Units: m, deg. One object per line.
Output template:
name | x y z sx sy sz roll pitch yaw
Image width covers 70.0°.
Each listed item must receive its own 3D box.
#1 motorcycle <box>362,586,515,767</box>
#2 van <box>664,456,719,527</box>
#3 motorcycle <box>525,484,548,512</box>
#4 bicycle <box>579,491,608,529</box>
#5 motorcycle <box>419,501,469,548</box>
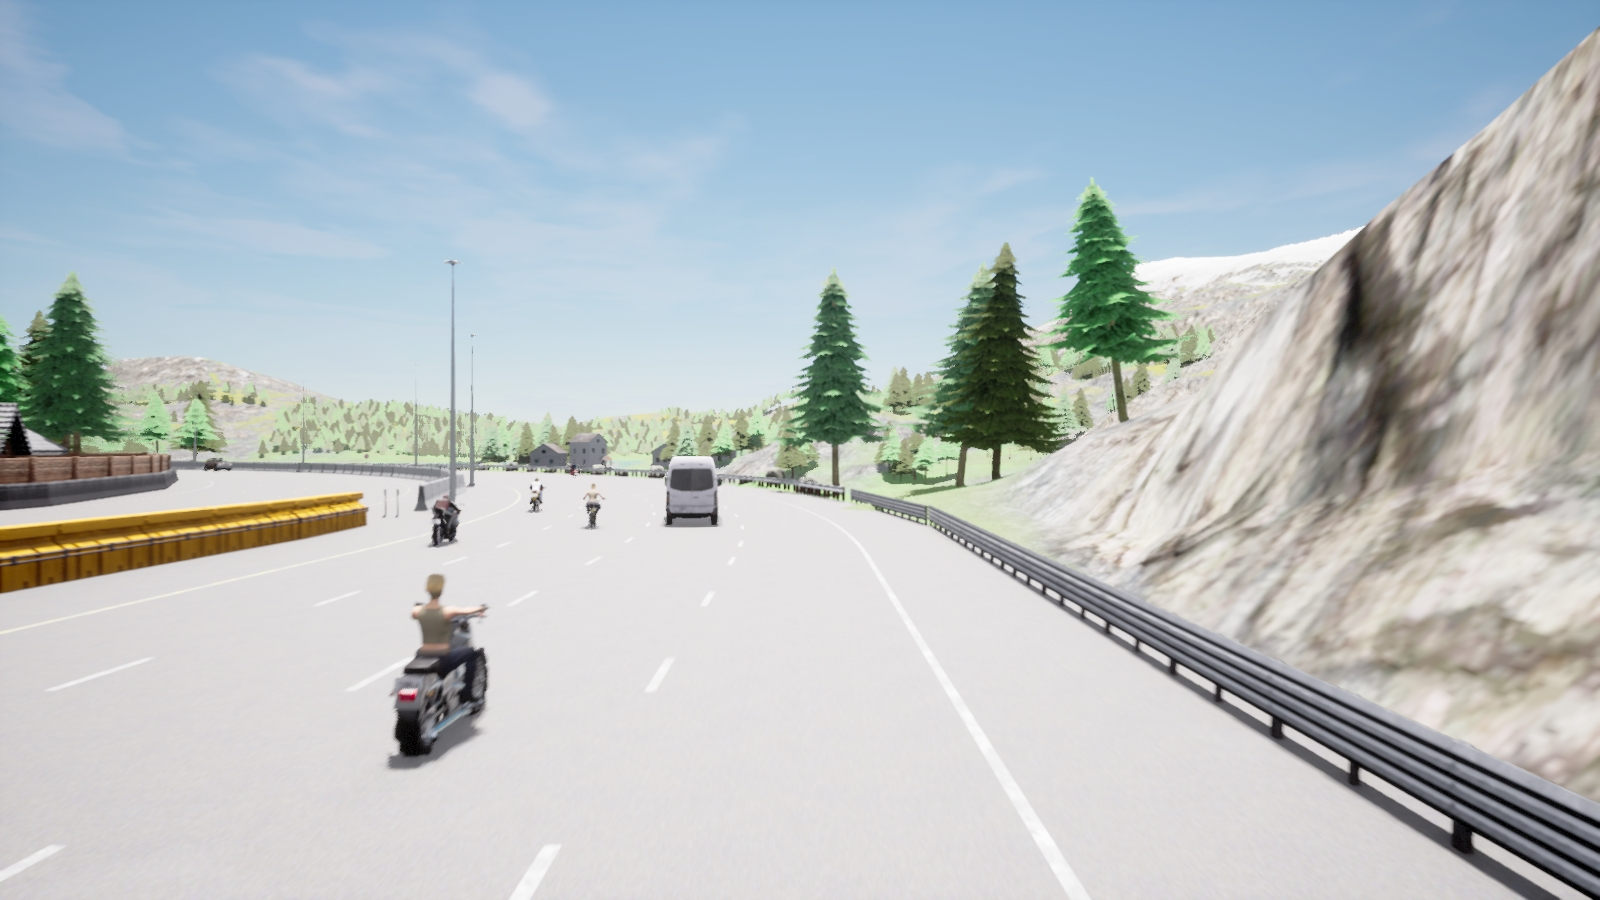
motorcycle | -3.496 2.146 11.298 0.764 1.325 2.356 0 0 0
van | -4.230 1.536 44.963 1.988 2.561 5.915 0 0 -5
motorcycle | -12.071 2.178 52.374 0.803 1.217 2.033 0 0 -7
bicycle | -7.463 2.150 41.304 0.859 1.295 1.487 0 0 -4
motorcycle | -10.613 2.206 34.174 0.867 1.251 2.209 0 0 -2
